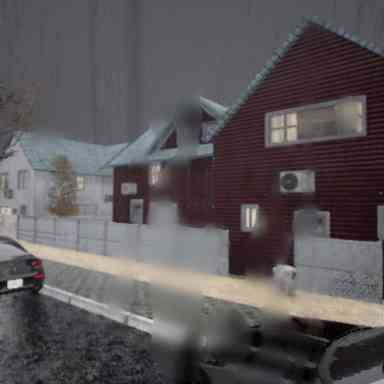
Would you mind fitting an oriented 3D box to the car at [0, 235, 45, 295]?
[{"bbox_3d":[-5.510,1.812,8.514,4.674,1.442,1.812,-1,-3,40],"label":"car"}]

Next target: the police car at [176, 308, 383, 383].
[{"bbox_3d":[2.121,1.556,2.225,5.238,1.638,1.930,-1,-3,40],"label":"police car"}]
